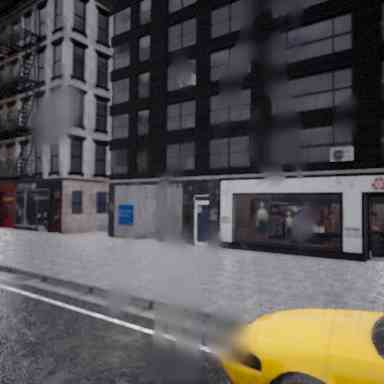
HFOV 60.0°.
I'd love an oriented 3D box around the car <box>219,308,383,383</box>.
[{"bbox_3d":[2.826,1.592,2.779,5.366,1.575,1.801,-1,-2,35],"label":"car"}]
